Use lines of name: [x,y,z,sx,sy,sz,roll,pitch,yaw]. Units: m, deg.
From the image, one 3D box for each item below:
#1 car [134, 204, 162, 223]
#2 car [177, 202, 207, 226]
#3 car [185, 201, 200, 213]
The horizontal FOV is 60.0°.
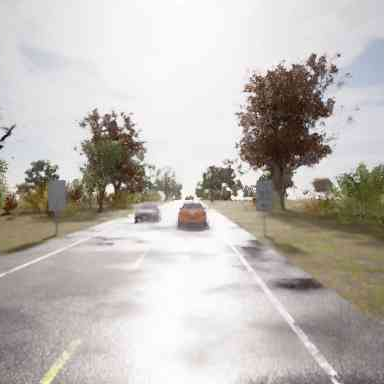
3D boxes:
car: [-3.587,1.699,27.674,1.812,1.442,4.674,0,-1,1]
car: [0.036,1.505,24.941,2.097,1.767,4.553,0,0,0]
car: [0.049,1.903,43.421,1.895,1.301,4.718,0,-1,0]
